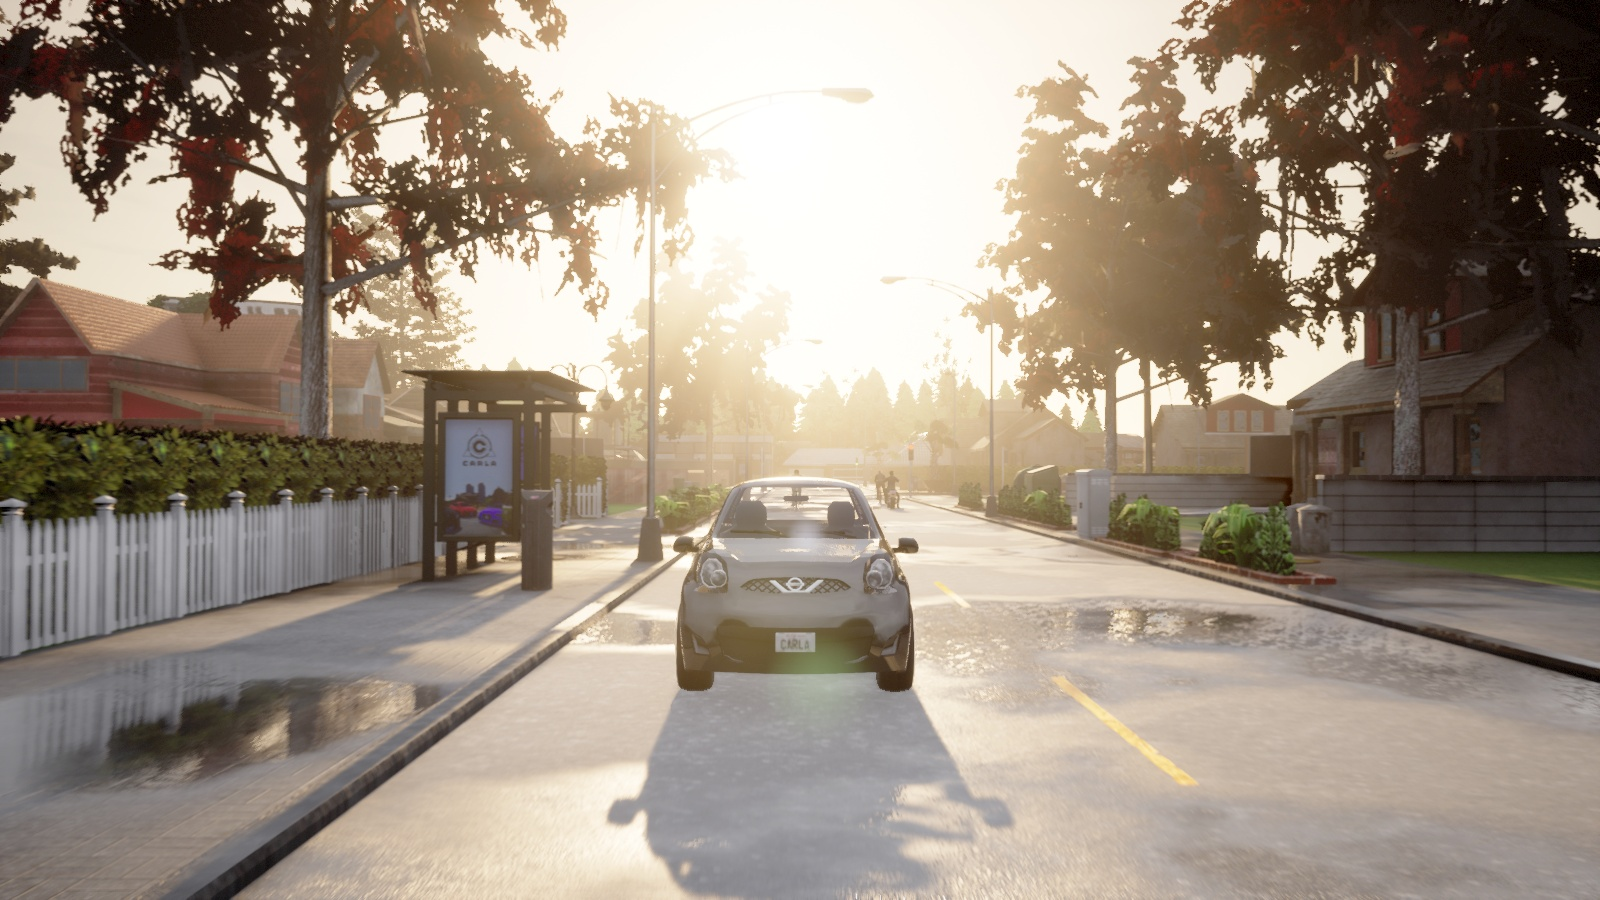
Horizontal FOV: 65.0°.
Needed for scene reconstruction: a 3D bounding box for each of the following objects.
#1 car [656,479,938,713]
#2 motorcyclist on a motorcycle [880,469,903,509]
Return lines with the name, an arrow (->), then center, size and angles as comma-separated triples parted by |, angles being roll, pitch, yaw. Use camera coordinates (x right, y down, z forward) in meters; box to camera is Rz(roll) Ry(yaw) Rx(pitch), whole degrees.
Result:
car -> -0.024, 0.997, 10.052 | 1.845, 1.501, 3.633 | 0, -1, 0
motorcyclist on a motorcycle -> 3.871, 1.642, 53.340 | 0.766, 1.649, 2.350 | 0, -1, 0
